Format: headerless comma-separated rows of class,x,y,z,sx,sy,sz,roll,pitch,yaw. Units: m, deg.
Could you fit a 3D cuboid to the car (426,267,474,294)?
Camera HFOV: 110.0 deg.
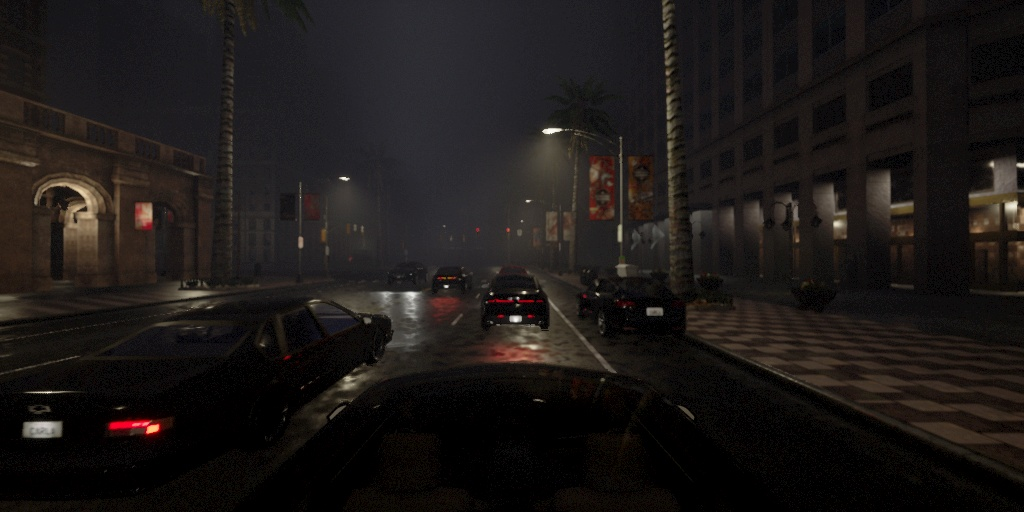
car,-3.440,1.353,21.172,1.837,1.490,4.892,0,0,0

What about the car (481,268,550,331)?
car,0.083,1.303,11.237,1.837,1.490,4.892,0,0,0

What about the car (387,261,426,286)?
car,-7.048,1.085,24.669,1.837,1.490,4.892,0,0,0

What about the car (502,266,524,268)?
car,0.055,1.328,21.374,1.882,1.535,5.008,0,0,0

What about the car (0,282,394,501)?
car,-3.405,1.315,5.106,2.033,1.411,5.357,0,0,0
